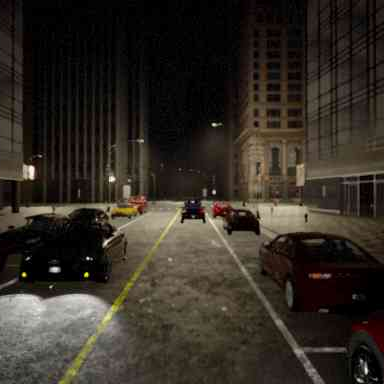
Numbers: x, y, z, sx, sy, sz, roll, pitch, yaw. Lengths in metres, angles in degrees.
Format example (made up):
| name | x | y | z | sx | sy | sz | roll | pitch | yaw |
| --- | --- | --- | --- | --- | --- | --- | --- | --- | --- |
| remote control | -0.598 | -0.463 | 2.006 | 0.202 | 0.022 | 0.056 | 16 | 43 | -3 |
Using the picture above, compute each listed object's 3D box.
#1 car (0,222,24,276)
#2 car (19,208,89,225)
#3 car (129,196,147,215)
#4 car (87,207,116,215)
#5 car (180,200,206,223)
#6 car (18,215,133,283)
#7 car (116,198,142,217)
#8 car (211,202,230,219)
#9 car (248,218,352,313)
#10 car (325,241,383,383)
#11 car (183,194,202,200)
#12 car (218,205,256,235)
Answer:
| name | x | y | z | sx | sy | sz | roll | pitch | yaw |
| --- | --- | --- | --- | --- | --- | --- | --- | --- | --- |
| car | -5.854 | 1.583 | 7.557 | 1.802 | 1.307 | 4.206 | 1 | 0 | 0 |
| car | -5.857 | 1.556 | 13.016 | 2.008 | 1.369 | 4.403 | 1 | 0 | 0 |
| car | -5.866 | 1.369 | 34.854 | 2.192 | 1.841 | 5.009 | 0 | 0 | 0 |
| car | -5.860 | 1.579 | 18.475 | 1.947 | 1.339 | 4.313 | 1 | 0 | 0 |
| car | 0.084 | 1.554 | 25.831 | 1.812 | 1.442 | 4.674 | 0 | 0 | 0 |
| car | -3.104 | 1.566 | 9.521 | 1.994 | 1.385 | 4.181 | 0 | 0 | 0 |
| car | -5.865 | 1.563 | 29.223 | 1.752 | 1.417 | 4.829 | 0 | 0 | 0 |
| car | 2.659 | 1.582 | 29.395 | 1.887 | 1.381 | 4.507 | 0 | 0 | 0 |
| car | 2.671 | 1.546 | 7.556 | 1.887 | 1.381 | 4.507 | 1 | 0 | 0 |
| car | 2.675 | 1.440 | 2.097 | 1.967 | 1.590 | 4.097 | 1 | 0 | 0 |
| car | 0.081 | 1.297 | 41.130 | 2.150 | 2.045 | 5.566 | 0 | 0 | 0 |
| car | 2.665 | 1.595 | 18.476 | 1.802 | 1.307 | 4.206 | 0 | 0 | 0 |
